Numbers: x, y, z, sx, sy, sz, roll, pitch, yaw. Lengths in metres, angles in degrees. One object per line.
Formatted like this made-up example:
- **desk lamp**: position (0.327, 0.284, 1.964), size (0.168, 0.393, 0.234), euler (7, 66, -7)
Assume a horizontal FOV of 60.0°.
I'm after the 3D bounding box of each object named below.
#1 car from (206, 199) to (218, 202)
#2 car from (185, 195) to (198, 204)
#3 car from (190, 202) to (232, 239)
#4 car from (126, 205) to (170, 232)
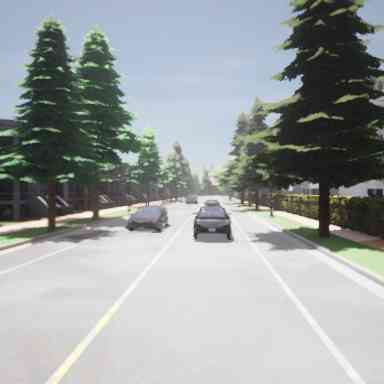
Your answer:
- **car**: position (2.206, 1.548, 37.035), size (1.812, 1.442, 4.674), euler (0, 0, 3)
- **car**: position (-0.015, 1.358, 61.051), size (2.097, 1.767, 4.553), euler (0, 0, 4)
- **car**: position (1.057, 1.502, 17.471), size (2.128, 1.511, 4.902), euler (0, 0, 3)
- **car**: position (-2.496, 1.528, 20.191), size (2.033, 1.411, 5.357), euler (0, 0, 3)
